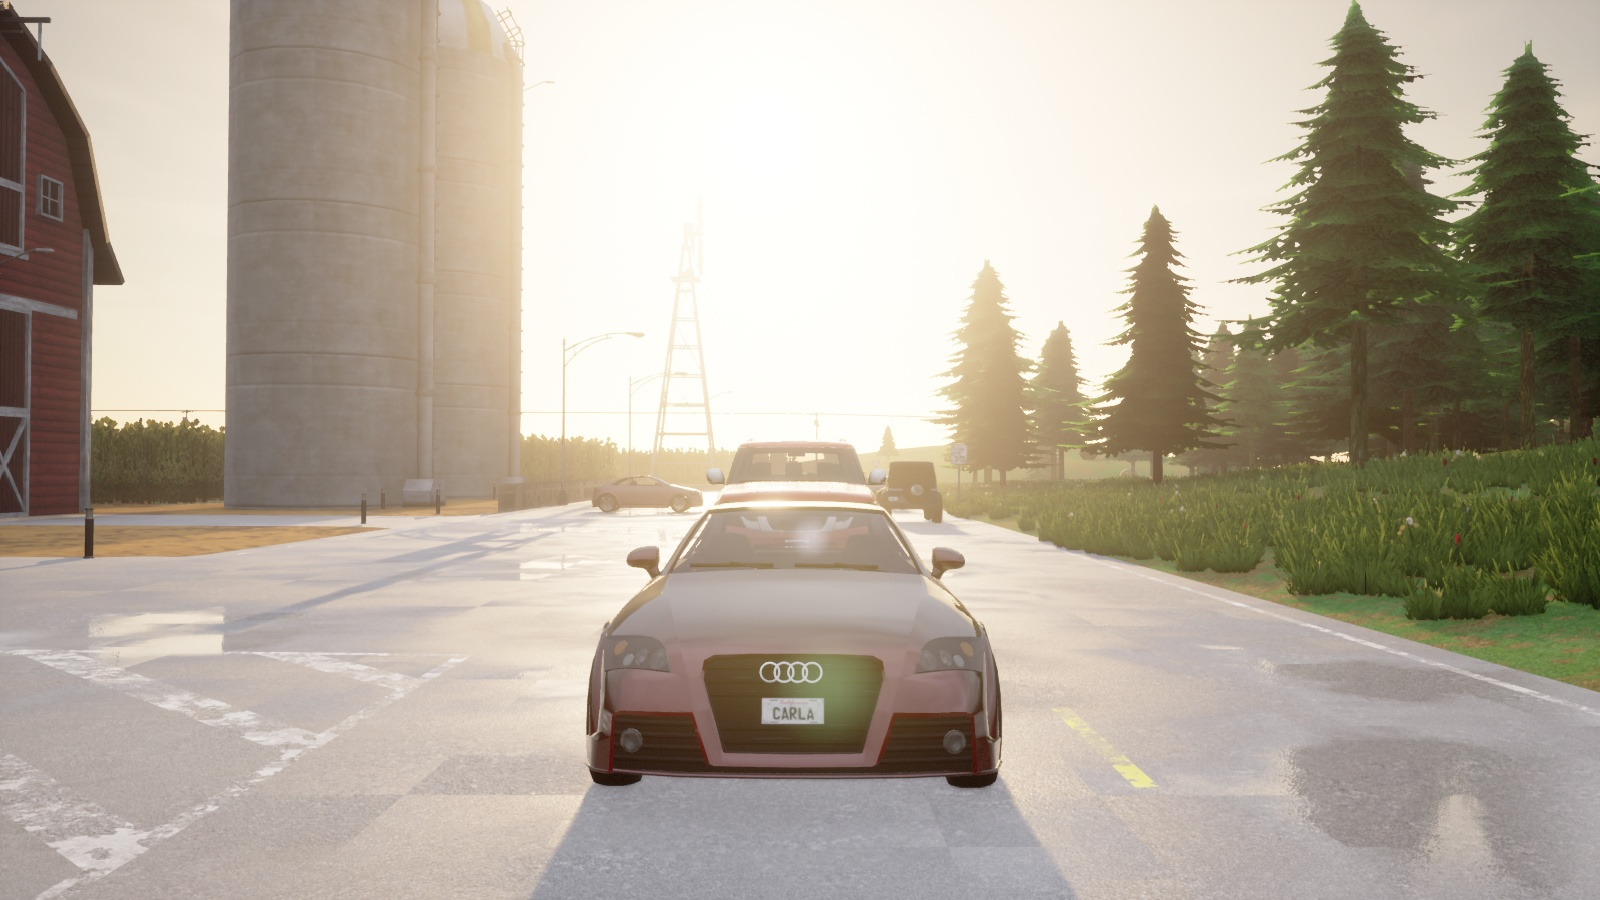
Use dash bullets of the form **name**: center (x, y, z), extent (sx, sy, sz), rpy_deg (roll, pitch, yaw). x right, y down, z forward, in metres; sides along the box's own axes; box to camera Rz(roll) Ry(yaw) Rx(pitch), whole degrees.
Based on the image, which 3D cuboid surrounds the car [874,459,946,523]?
- **car**: center (3.397, 1.258, 39.455), extent (1.905, 1.878, 3.866), rpy_deg (0, -1, 0)

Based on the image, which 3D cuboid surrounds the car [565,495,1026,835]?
- **car**: center (-0.017, 1.005, 7.538), extent (1.994, 1.385, 4.181), rpy_deg (0, -1, 0)

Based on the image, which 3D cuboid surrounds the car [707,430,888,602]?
- **car**: center (-0.049, 0.832, 17.781), extent (2.150, 2.045, 5.566), rpy_deg (0, -1, 0)
